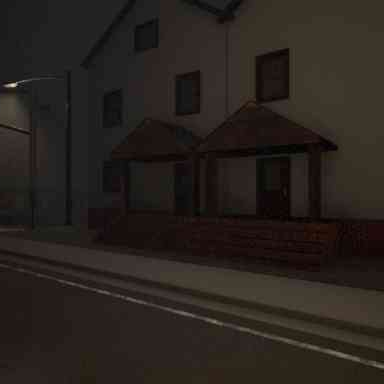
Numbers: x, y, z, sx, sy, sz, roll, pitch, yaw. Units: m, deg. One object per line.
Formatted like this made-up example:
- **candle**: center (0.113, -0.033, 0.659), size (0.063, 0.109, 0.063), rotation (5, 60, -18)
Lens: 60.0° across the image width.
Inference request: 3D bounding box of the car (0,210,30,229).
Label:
- **car**: center (-16.420, 2.261, 28.432), size (2.128, 1.511, 4.902), rotation (0, -9, 36)
